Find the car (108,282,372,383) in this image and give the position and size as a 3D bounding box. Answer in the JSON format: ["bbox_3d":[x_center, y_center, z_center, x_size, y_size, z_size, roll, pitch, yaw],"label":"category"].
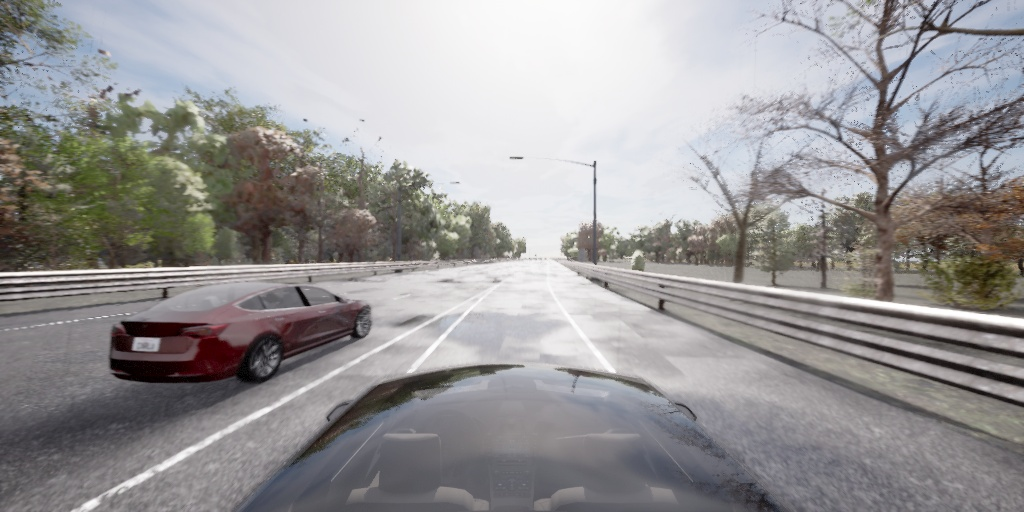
[{"bbox_3d":[-4.659,1.233,7.127,2.163,1.488,4.792,0,0,6],"label":"car"}]
